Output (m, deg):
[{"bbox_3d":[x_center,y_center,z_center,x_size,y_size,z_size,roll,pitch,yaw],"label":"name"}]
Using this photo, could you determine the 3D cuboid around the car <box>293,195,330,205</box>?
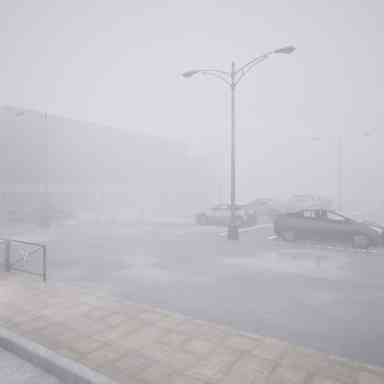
[{"bbox_3d":[12.892,1.269,37.304,3.866,1.878,1.905,0,0,35],"label":"car"}]

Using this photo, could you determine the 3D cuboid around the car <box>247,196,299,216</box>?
[{"bbox_3d":[5.563,1.345,26.817,5.027,1.636,2.152,0,0,35],"label":"car"}]

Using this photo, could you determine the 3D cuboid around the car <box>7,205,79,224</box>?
[{"bbox_3d":[-11.754,1.724,26.594,2.033,1.411,5.357,0,0,35],"label":"car"}]

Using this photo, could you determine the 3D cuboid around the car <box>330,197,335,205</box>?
[{"bbox_3d":[14.218,1.289,39.922,4.605,1.855,1.932,0,0,35],"label":"car"}]

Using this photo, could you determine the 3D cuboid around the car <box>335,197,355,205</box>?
[{"bbox_3d":[24.976,1.565,55.076,3.633,1.501,1.845,0,0,35],"label":"car"}]

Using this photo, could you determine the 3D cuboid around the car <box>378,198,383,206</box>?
[{"bbox_3d":[29.351,1.576,48.383,3.806,1.475,1.970,0,0,35],"label":"car"}]

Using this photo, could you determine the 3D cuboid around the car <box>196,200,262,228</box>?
[{"bbox_3d":[2.152,1.424,21.371,3.806,1.475,1.970,0,0,35],"label":"car"}]

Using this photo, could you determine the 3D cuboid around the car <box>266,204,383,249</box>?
[{"bbox_3d":[5.832,1.490,14.331,4.514,1.523,2.007,0,0,35],"label":"car"}]

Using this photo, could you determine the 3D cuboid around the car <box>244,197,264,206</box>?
[{"bbox_3d":[11.065,1.702,59.236,1.812,1.442,4.674,0,0,35],"label":"car"}]
